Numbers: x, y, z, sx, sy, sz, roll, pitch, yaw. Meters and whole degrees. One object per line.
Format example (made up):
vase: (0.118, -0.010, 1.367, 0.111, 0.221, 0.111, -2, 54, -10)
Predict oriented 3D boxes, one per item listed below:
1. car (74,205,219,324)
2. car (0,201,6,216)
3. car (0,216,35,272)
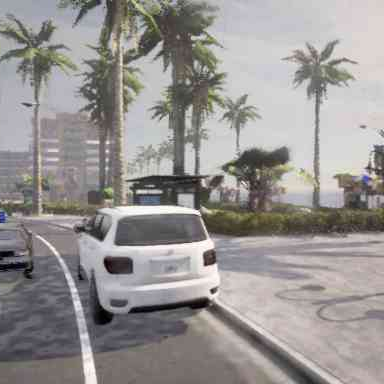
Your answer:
car: (-1.393, 1.321, 7.730, 2.150, 2.045, 5.566, 0, -1, -23)
car: (-15.259, 1.618, 24.535, 2.150, 2.045, 5.566, 0, -1, -38)
car: (-6.225, 1.720, 10.867, 2.033, 1.411, 5.357, 0, -1, -27)
